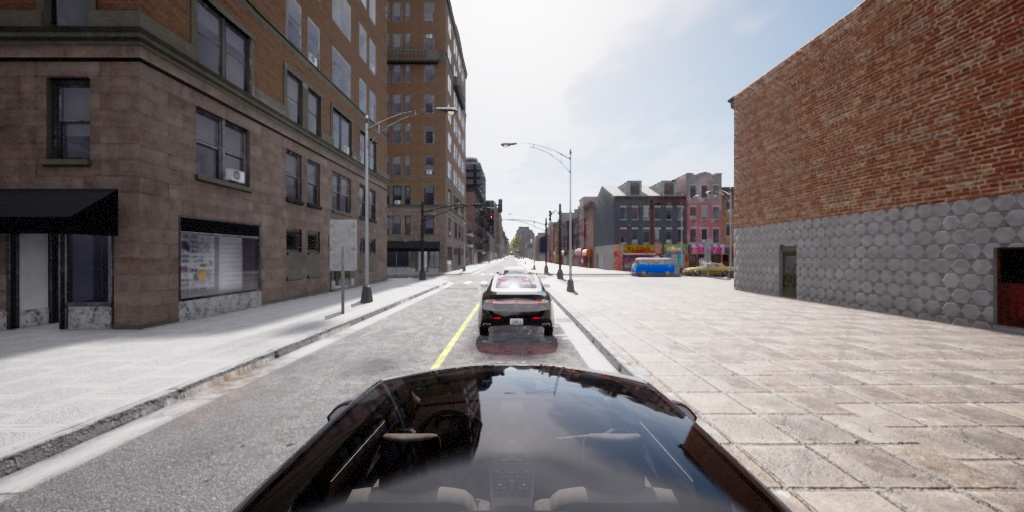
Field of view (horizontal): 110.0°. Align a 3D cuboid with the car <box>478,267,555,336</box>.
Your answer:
[{"bbox_3d":[0.105,1.240,10.370,2.128,1.511,4.902,0,0,0],"label":"car"}]

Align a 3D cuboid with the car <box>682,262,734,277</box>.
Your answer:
[{"bbox_3d":[19.206,1.263,35.060,4.829,1.417,1.751,0,0,0],"label":"car"}]

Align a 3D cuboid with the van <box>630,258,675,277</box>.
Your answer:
[{"bbox_3d":[13.764,1.082,35.073,3.998,1.789,1.690,0,0,0],"label":"van"}]
